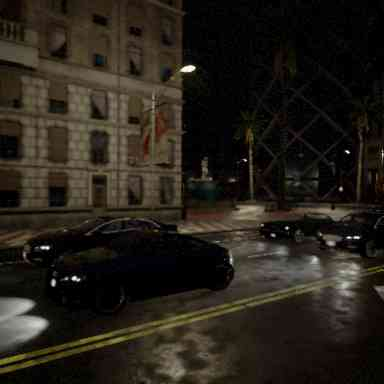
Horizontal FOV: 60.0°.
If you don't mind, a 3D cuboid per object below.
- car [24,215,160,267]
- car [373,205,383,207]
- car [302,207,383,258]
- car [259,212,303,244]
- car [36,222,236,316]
[{"bbox_3d":[-2.646,1.504,10.680,4.902,1.511,2.128,1,0,-35],"label":"car"},{"bbox_3d":[12.090,1.603,20.914,4.902,1.511,2.128,0,0,-35],"label":"car"},{"bbox_3d":[6.887,1.558,13.093,4.902,1.511,2.128,0,0,-35],"label":"car"},{"bbox_3d":[5.509,1.668,16.402,4.718,1.301,1.895,0,0,-35],"label":"car"},{"bbox_3d":[-1.020,1.577,7.540,4.181,1.385,1.994,1,0,-35],"label":"car"}]
